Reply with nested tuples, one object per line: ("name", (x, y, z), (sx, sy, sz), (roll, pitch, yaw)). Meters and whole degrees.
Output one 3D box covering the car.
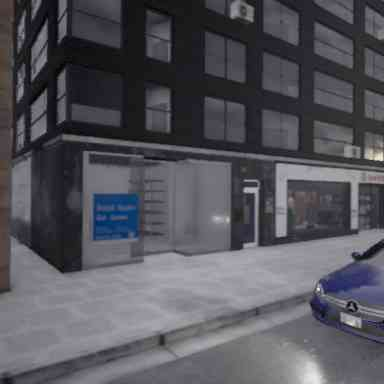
("car", (4.122, 1.552, 6.009), (4.674, 1.442, 1.812), (0, 0, -35))
